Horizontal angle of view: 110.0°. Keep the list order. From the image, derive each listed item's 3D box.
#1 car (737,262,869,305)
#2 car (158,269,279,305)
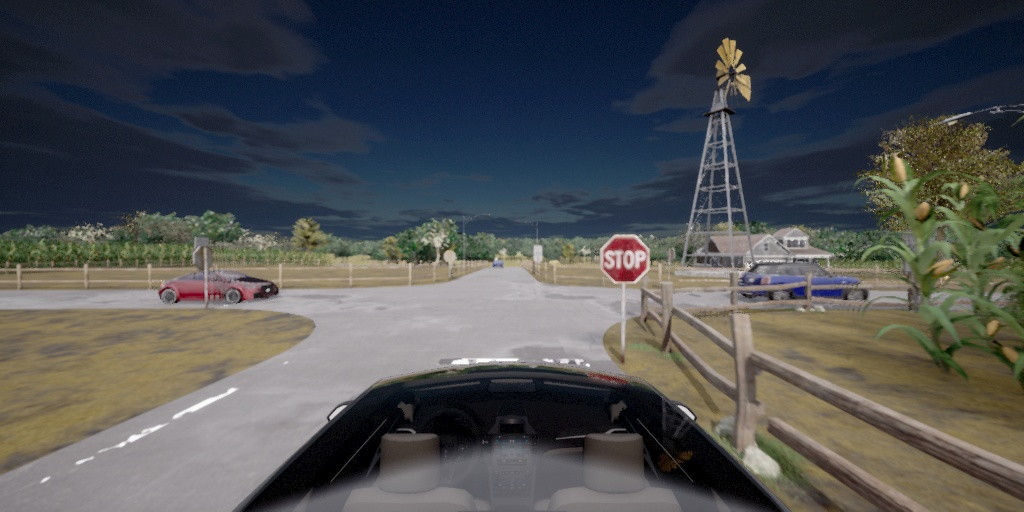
[{"bbox_3d":[12.453,1.070,15.468,4.553,1.767,2.097,0,1,0],"label":"car"},{"bbox_3d":[-12.558,1.287,15.511,4.181,1.385,1.994,0,1,0],"label":"car"}]
